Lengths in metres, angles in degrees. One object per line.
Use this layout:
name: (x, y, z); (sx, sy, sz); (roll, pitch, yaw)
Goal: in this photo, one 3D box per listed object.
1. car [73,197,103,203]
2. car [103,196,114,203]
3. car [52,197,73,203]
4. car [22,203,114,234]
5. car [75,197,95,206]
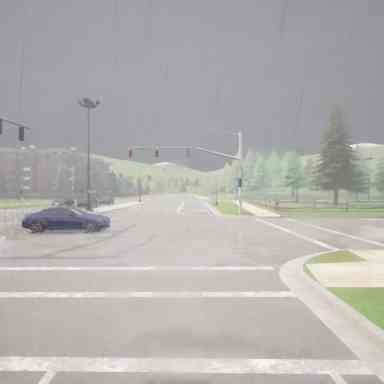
car: (-14.934, 1.547, 48.121); (2.033, 1.411, 5.357); (0, 0, 0)
car: (-14.920, 1.505, 58.203); (1.837, 1.490, 4.892); (0, 0, 0)
car: (-18.438, 1.491, 47.741); (2.128, 1.511, 4.902); (0, 0, 0)
car: (-6.938, 1.525, 18.529); (4.674, 1.442, 1.812); (0, 0, -1)
car: (-18.421, 1.564, 57.494); (1.994, 1.385, 4.181); (0, 0, 0)
